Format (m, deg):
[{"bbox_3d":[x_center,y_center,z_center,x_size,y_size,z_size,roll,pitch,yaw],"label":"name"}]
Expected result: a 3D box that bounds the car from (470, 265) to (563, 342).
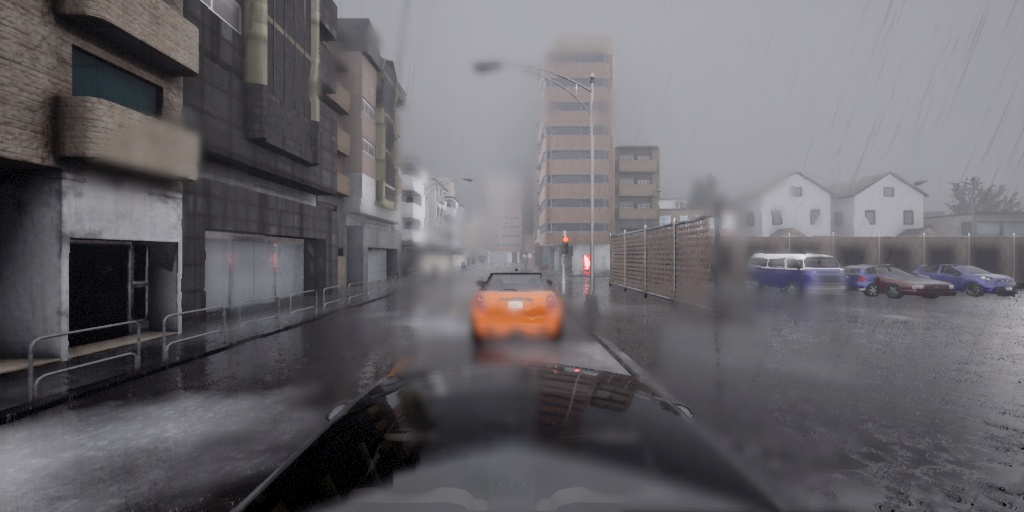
[{"bbox_3d":[0.102,1.102,9.926,2.097,1.767,4.553,0,0,0],"label":"car"}]
